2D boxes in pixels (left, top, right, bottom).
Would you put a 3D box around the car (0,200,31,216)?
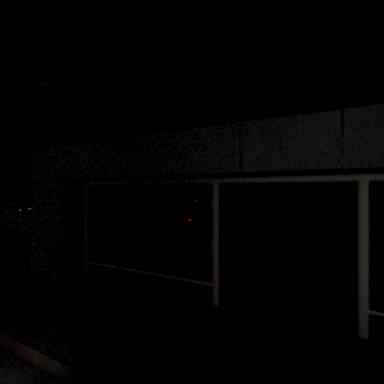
[{"bbox_3d":[-15.239,1.520,30.688,1.837,1.490,4.892,0,0,34],"label":"car"}]
